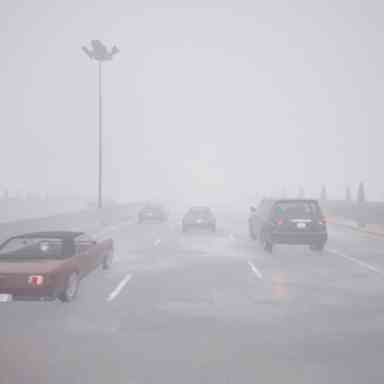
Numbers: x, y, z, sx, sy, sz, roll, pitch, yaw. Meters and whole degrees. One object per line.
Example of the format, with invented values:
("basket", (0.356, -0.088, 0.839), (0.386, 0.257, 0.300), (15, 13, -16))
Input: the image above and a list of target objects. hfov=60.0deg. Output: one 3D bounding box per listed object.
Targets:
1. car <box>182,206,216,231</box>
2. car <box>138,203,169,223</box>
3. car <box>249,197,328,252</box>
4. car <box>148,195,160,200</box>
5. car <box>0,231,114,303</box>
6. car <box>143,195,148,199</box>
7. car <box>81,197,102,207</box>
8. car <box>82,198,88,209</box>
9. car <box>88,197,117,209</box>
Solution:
("car", (0.459, 1.566, 20.489), (1.994, 1.385, 4.181), (0, 0, 2))
("car", (-2.898, 1.566, 25.779), (1.994, 1.385, 4.181), (0, 0, 2))
("car", (3.788, 1.223, 14.005), (2.150, 2.045, 5.566), (0, 0, 1))
("car", (-8.523, 1.565, 78.080), (2.033, 1.411, 5.357), (0, 0, 2))
("car", (-3.327, 1.601, 8.178), (1.895, 1.301, 4.718), (0, 0, 1))
("car", (-11.761, 1.404, 87.386), (1.812, 1.442, 4.674), (0, 0, 2))
("car", (-16.259, 1.529, 53.996), (1.812, 1.442, 4.674), (0, 0, 2))
("car", (-13.013, 1.604, 45.927), (1.895, 1.301, 4.718), (0, 0, 2))
("car", (-9.758, 1.508, 37.620), (1.837, 1.490, 4.892), (0, 0, 2))
